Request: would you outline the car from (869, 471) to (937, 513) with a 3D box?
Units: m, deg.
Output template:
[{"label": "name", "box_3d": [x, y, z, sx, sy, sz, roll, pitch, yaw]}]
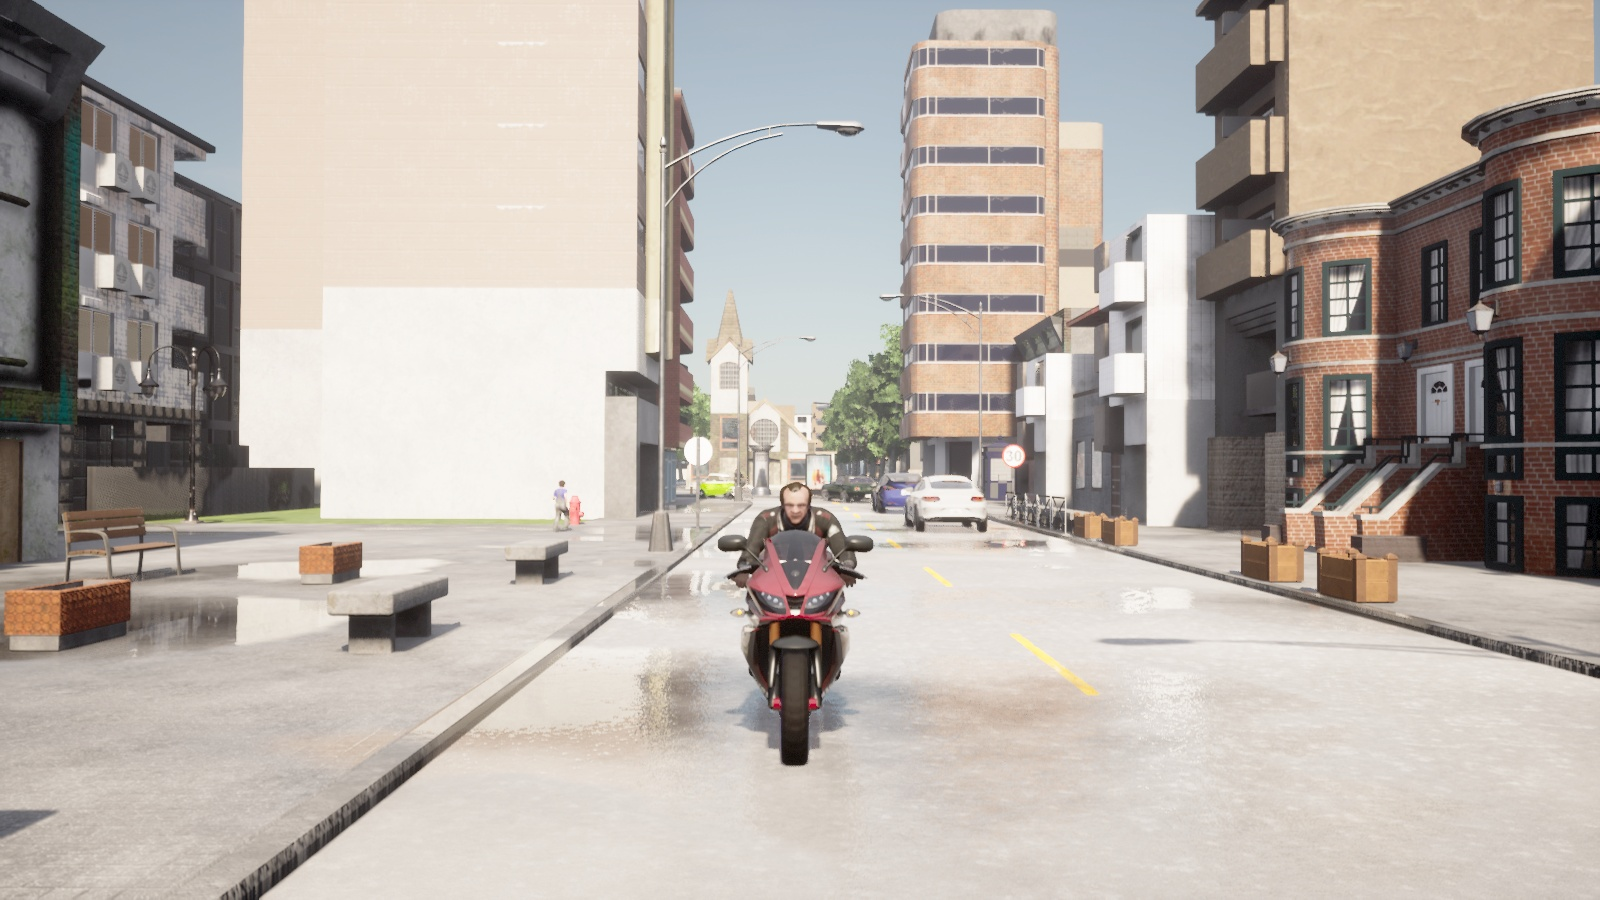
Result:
[{"label": "car", "box_3d": [3.821, 1.563, 47.529, 2.163, 1.488, 4.792, 0, -1, 0]}]

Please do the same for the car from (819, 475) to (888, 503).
[{"label": "car", "box_3d": [2.578, 1.906, 62.120, 1.895, 1.301, 4.718, 0, -1, -18]}]

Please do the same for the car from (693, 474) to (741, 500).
[{"label": "car", "box_3d": [-4.539, 1.995, 68.819, 2.207, 1.376, 1.481, 0, -1, 23]}]

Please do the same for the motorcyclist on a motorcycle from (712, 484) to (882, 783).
[{"label": "motorcyclist on a motorcycle", "box_3d": [-0.020, 0.970, 7.556, 0.866, 1.530, 2.191, 0, -1, 0]}]

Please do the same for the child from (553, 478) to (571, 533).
[{"label": "child", "box_3d": [-5.587, 1.300, 29.467, 0.270, 1.263, 0.437, 0, -1, 11]}]

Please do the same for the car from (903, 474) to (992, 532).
[{"label": "car", "box_3d": [3.880, 1.366, 33.682, 1.812, 1.442, 4.674, 0, -1, 0]}]
